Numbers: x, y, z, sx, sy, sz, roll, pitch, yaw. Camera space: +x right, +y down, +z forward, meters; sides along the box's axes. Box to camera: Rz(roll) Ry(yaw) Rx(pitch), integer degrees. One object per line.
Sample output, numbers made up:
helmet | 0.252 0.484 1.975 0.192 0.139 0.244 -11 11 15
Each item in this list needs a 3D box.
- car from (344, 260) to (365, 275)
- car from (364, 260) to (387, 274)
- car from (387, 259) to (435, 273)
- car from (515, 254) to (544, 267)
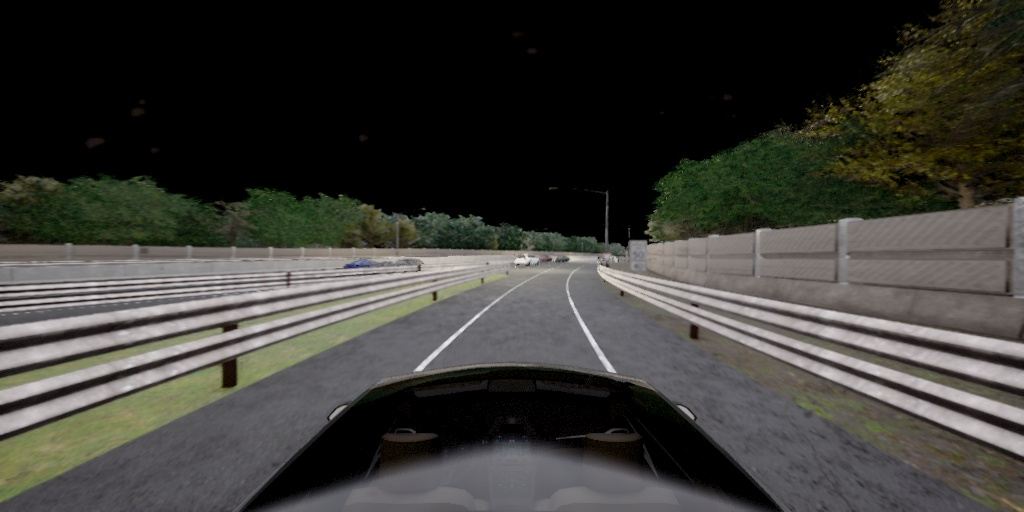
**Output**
car | -15.832 1.142 39.252 1.882 1.535 5.008 1 1 29
car | -12.778 1.263 37.543 1.994 1.385 4.181 1 1 29
car | -9.736 1.085 35.807 2.097 1.767 4.553 1 1 29
car | 2.552 0.691 57.897 2.150 2.045 5.566 0 0 29
